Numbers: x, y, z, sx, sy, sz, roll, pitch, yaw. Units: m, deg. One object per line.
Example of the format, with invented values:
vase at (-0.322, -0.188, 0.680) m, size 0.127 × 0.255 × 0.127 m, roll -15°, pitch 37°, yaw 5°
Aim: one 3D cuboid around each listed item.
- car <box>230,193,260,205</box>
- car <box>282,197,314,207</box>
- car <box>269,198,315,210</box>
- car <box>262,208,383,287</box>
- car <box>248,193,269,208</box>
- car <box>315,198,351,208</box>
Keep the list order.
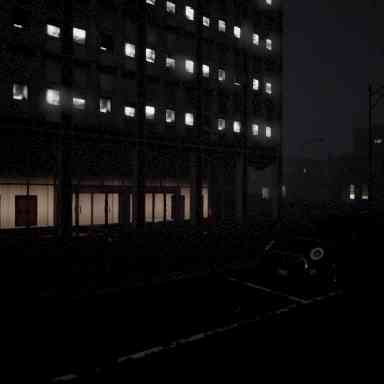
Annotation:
car at (9.157, 1.168, 57.615) m, size 2.192 × 1.841 × 5.009 m, roll 1°, pitch 0°, yaw -35°
car at (15.457, 1.480, 48.509) m, size 1.802 × 1.307 × 4.206 m, roll 1°, pitch 0°, yaw -35°
car at (11.716, 1.427, 39.188) m, size 2.008 × 1.369 × 4.403 m, roll 1°, pitch 0°, yaw -35°
car at (3.850, 1.441, 9.312) m, size 4.097 × 1.590 × 1.967 m, roll 0°, pitch 0°, yaw -36°
car at (8.567, 1.168, 43.742) m, size 2.192 × 1.841 × 5.009 m, roll 1°, pitch 0°, yaw -35°
car at (18.511, 1.447, 44.095) m, size 1.752 × 1.417 × 4.829 m, roll 1°, pitch 0°, yaw -35°
